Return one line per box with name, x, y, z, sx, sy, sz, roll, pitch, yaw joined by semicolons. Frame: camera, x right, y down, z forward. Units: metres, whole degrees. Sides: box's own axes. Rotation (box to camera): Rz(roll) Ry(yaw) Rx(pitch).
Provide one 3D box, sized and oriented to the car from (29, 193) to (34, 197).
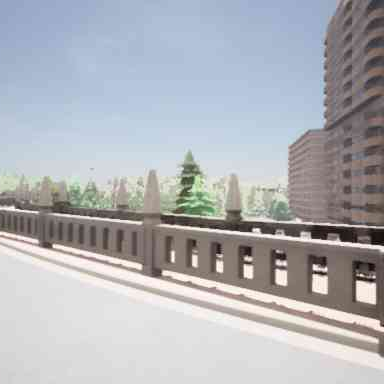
car;-34.843;1.256;70.179;2.150;2.045;5.566;0;0;0
